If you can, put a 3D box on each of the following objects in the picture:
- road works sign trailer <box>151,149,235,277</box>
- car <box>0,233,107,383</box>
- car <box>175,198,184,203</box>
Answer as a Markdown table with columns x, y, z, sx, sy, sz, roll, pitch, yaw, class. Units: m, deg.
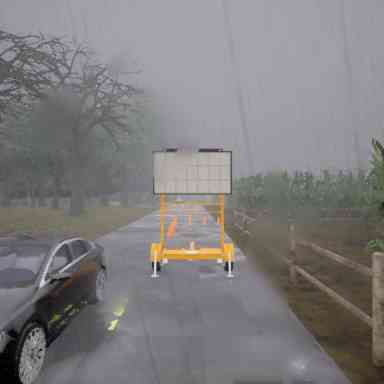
| x | y | z | sx | sy | sz | roll | pitch | yaw | class |
| --- | --- | --- | --- | --- | --- | --- | --- | --- | --- |
| 0.016 | 0.478 | 10.261 | 2.380 | 3.560 | 2.880 | 0 | 0 | 0 | road works sign trailer |
| -2.740 | 1.497 | 5.340 | 2.128 | 1.511 | 4.902 | 0 | 0 | 0 | car |
| -2.638 | 1.979 | 69.840 | 1.882 | 1.535 | 5.008 | 0 | -1 | 0 | car |
